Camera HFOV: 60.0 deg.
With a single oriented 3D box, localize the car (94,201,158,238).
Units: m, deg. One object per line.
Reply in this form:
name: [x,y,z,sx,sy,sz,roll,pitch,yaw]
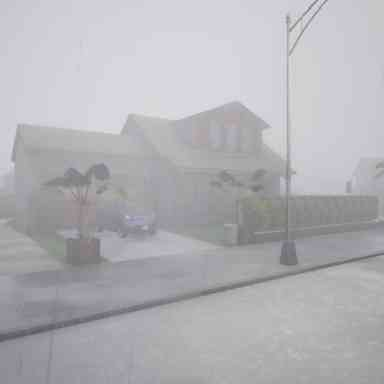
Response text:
car: [-3.054,1.174,15.268,1.845,1.501,3.633,0,0,-38]
